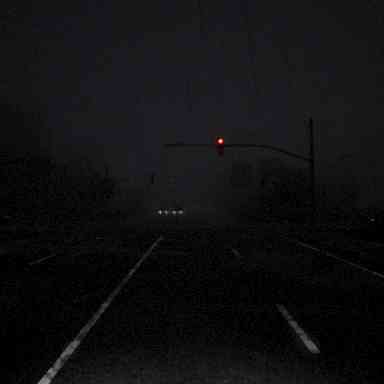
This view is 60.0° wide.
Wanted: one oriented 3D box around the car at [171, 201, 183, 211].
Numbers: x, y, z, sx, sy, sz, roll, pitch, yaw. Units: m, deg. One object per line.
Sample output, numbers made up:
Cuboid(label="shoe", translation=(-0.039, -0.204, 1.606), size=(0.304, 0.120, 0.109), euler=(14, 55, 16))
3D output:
Cuboid(label="car", translation=(-3.502, 3.662, 83.158), size=(2.150, 2.045, 5.566), euler=(0, 0, 0))

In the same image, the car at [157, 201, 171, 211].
Cuboid(label="car", translation=(-7.002, 3.792, 83.204), size=(2.097, 1.767, 4.553), euler=(0, 0, 0))

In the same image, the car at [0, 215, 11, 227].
Cuboid(label="car", translation=(-18.086, 2.220, 28.686), size=(5.008, 1.535, 1.882), euler=(0, -3, 13))

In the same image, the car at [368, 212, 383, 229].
Cuboid(label="car", translation=(16.461, 2.203, 26.715), size=(4.181, 1.385, 1.994), euler=(0, -3, -1))
